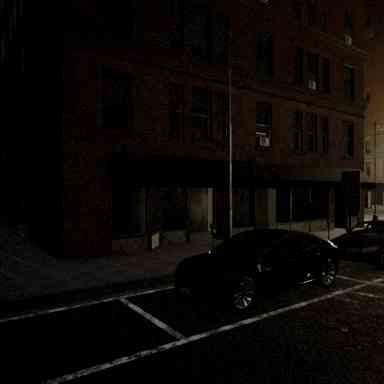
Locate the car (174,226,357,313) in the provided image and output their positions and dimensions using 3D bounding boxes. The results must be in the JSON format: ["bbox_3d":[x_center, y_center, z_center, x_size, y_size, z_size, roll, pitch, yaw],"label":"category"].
[{"bbox_3d":[1.648,1.566,7.693,4.313,1.339,1.947,0,0,-35],"label":"car"}]

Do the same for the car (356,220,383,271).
[{"bbox_3d":[6.135,1.582,10.876,4.206,1.307,1.802,0,0,-35],"label":"car"}]
